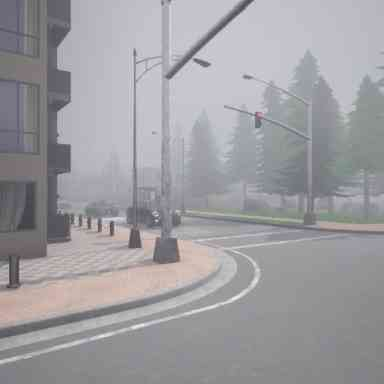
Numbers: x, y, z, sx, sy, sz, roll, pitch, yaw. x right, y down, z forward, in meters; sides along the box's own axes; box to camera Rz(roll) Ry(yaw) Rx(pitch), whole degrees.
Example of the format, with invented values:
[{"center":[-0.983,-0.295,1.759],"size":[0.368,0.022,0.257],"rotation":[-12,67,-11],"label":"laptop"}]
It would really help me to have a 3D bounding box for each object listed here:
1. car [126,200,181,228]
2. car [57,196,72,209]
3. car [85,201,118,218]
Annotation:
[{"center":[-2.635,1.337,22.215],"size":[2.097,1.767,4.553],"rotation":[0,0,-35],"label":"car"},{"center":[-17.054,1.336,43.128],"size":[2.097,1.767,4.553],"rotation":[0,0,-34],"label":"car"},{"center":[-8.304,1.549,30.391],"size":[1.994,1.385,4.181],"rotation":[0,0,-35],"label":"car"}]
